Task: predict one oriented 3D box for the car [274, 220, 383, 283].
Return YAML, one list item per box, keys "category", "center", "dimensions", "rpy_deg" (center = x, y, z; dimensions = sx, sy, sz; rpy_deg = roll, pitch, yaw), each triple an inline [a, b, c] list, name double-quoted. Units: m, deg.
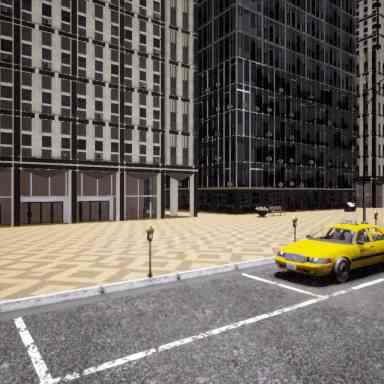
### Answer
- category: "car"
  center: [4.444, 1.526, 9.679]
  dimensions: [4.829, 1.417, 1.752]
  rpy_deg: [0, 0, -35]
